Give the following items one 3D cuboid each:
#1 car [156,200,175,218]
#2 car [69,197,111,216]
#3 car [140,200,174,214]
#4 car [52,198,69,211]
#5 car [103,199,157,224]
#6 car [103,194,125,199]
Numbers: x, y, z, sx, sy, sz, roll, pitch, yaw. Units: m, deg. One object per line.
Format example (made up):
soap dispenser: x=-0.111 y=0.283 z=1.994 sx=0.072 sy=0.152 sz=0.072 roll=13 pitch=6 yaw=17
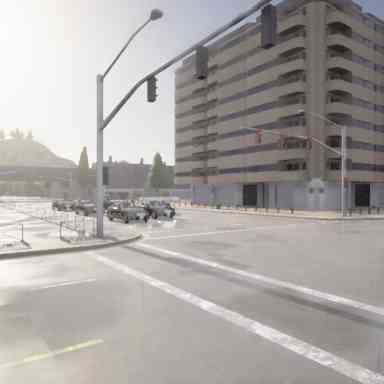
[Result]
car: x=-3.365 y=1.547 z=29.522 sx=2.128 sy=1.511 sz=4.902 roll=0 pitch=0 yaw=-35
car: x=-10.279 y=1.547 z=33.231 sx=2.128 sy=1.511 sz=4.902 roll=0 pitch=0 yaw=-35
car: x=-3.956 y=1.619 z=36.760 sx=1.994 sy=1.385 sz=4.181 roll=0 pitch=0 yaw=-35
car: x=-16.086 y=1.547 z=41.446 sx=2.128 sy=1.511 sz=4.902 roll=0 pitch=0 yaw=-35
car: x=-5.032 y=1.547 z=25.819 sx=2.128 sy=1.511 sz=4.902 roll=0 pitch=0 yaw=-35
car: x=-9.065 y=1.277 z=37.573 sx=2.150 sy=2.045 sz=5.566 roll=0 pitch=0 yaw=-35
